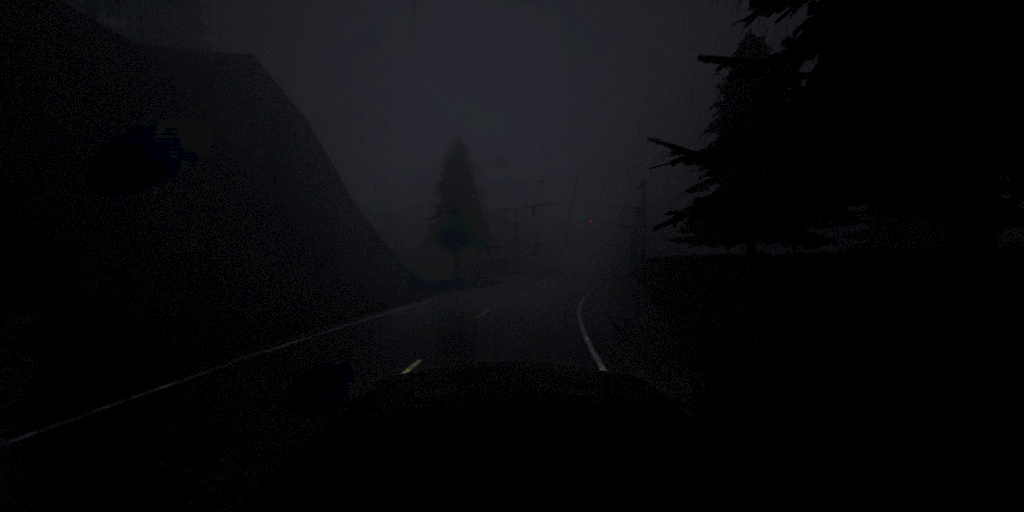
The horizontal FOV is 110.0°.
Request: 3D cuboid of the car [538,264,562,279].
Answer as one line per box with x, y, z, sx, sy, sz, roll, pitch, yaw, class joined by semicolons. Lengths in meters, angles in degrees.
4.087;1.602;38.381;1.812;1.442;4.674;0;0;16;car
